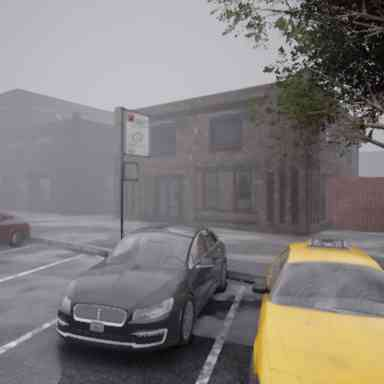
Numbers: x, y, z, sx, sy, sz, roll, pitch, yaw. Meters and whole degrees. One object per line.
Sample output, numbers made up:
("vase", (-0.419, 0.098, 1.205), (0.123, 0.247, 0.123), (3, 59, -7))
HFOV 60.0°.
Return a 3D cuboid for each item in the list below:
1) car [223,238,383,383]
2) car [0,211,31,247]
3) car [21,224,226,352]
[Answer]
("car", (1.867, 1.467, 4.540), (1.946, 1.575, 5.366), (1, 0, 16))
("car", (-7.835, 1.354, 11.714), (2.002, 1.452, 4.674), (1, 0, 16))
("car", (-0.519, 1.433, 6.471), (2.231, 1.521, 4.892), (1, 0, 16))
